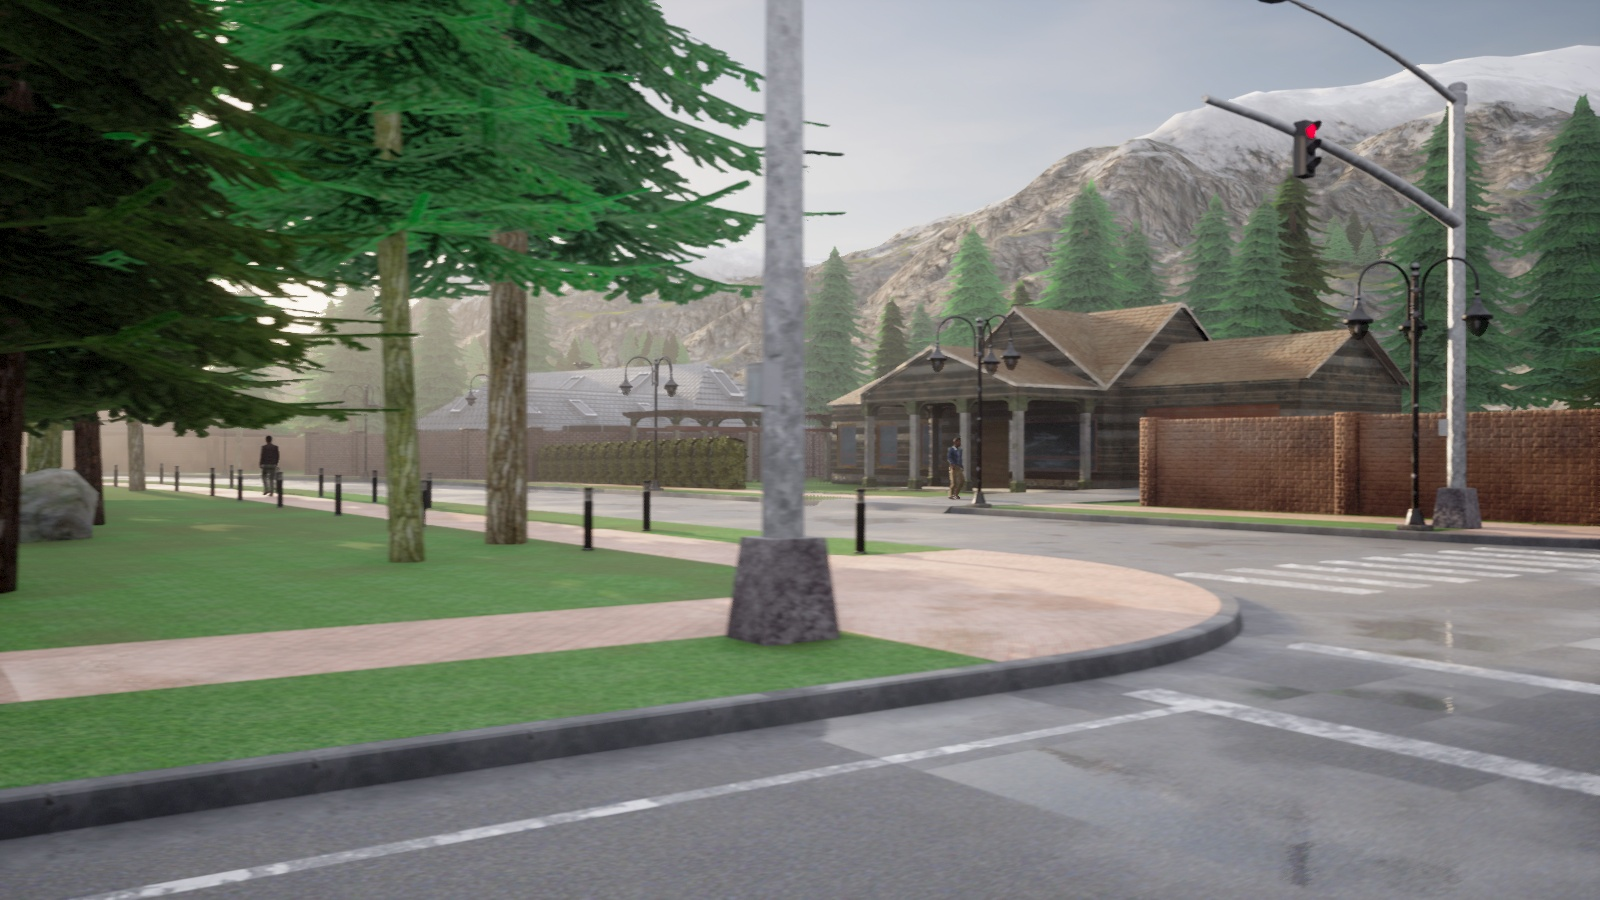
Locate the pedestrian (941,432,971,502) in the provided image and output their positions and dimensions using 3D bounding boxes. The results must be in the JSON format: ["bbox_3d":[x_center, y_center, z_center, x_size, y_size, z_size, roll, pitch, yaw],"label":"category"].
[{"bbox_3d":[4.367,0.473,35.172,0.423,1.949,0.788,0,0,-35],"label":"pedestrian"}]

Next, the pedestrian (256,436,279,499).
[{"bbox_3d":[-15.585,0.509,36.735,0.431,1.840,0.703,0,0,-39],"label":"pedestrian"}]
